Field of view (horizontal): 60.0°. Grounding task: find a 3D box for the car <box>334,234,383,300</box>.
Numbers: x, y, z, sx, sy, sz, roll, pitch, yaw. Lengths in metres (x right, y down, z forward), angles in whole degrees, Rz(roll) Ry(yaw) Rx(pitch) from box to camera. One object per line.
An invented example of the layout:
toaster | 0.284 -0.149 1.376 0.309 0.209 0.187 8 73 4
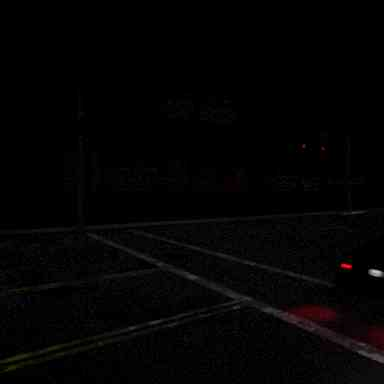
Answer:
car | 5.465 1.562 7.646 5.357 1.411 2.033 0 0 -35
